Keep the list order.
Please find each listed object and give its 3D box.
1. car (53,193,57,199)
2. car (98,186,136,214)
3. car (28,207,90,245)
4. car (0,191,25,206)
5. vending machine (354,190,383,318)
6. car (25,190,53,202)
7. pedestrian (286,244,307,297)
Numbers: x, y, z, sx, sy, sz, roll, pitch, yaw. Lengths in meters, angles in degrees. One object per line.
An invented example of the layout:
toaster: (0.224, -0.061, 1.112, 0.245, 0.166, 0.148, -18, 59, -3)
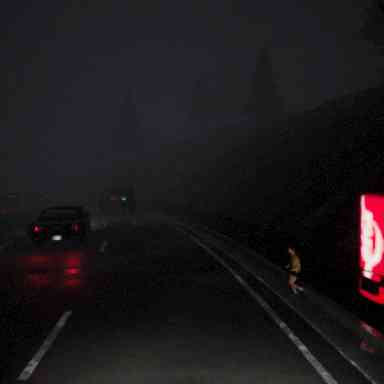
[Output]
car: (-22.025, 0.405, 49.460, 4.718, 1.301, 1.895, 1, 2, 43)
car: (-6.093, 0.553, 26.755, 2.150, 2.045, 5.566, -1, 2, -25)
car: (-5.293, 1.260, 13.846, 1.895, 1.301, 4.718, -1, 1, -14)
car: (-20.046, 0.634, 35.996, 2.128, 1.511, 4.902, -1, 2, -37)
vending machine: (3.681, 1.026, 5.929, 1.100, 2.100, 0.880, 0, 1, -6)
car: (-19.699, 0.586, 42.093, 1.895, 1.301, 4.718, -1, 2, -41)
pedestrian: (2.031, 1.495, 6.556, 0.500, 1.100, 0.500, 0, 1, -7)
